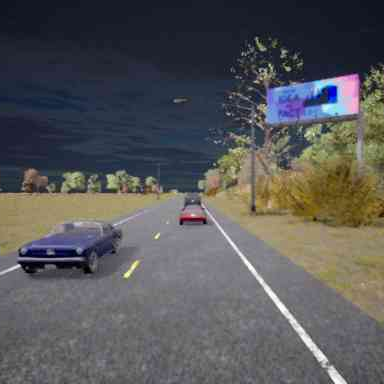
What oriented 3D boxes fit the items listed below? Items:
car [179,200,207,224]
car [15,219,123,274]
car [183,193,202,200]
[{"bbox_3d":[0.083,1.554,24.805,1.994,1.385,4.181,0,0,0],"label":"car"},{"bbox_3d":[-3.596,1.597,10.669,1.895,1.301,4.718,0,0,0],"label":"car"},{"bbox_3d":[0.069,1.203,42.894,2.150,2.045,5.566,0,0,-1],"label":"car"}]
